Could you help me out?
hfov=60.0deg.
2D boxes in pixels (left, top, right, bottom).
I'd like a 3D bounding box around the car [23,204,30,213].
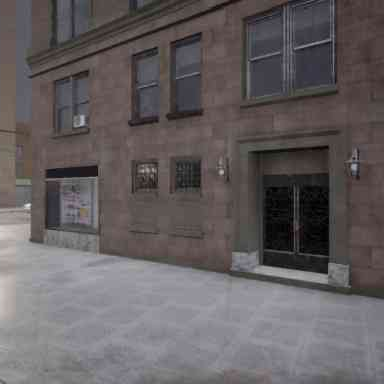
[{"bbox_3d":[-15.702,1.438,35.851,1.812,1.442,4.674,0,0,35],"label":"car"}]
